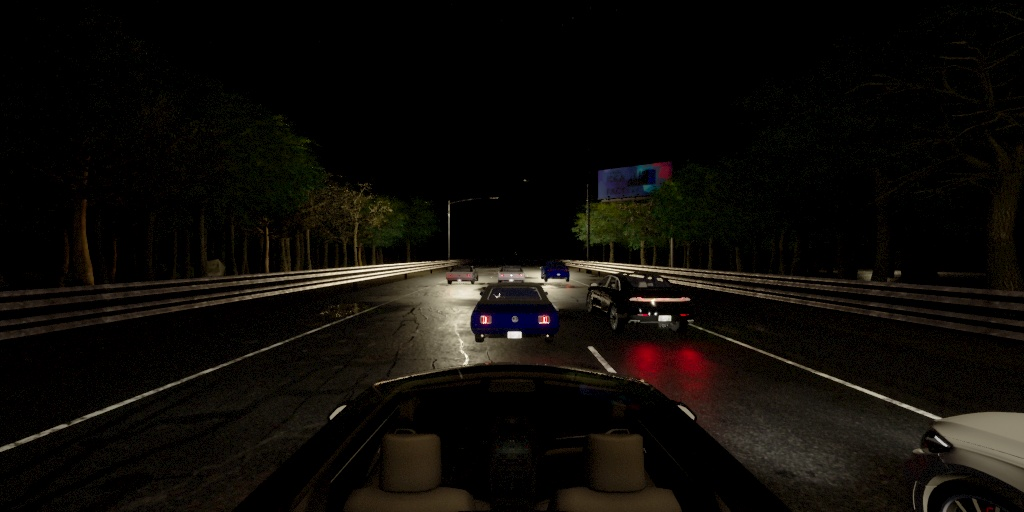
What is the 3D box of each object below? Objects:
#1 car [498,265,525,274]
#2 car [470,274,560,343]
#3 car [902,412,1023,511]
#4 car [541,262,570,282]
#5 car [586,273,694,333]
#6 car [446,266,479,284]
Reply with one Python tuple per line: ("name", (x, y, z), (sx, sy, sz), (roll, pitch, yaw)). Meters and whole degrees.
("car", (-0.047, 1.351, 26.504), (1.895, 1.301, 4.718), (0, 0, 0))
("car", (0.053, 1.351, 9.664), (1.895, 1.301, 4.718), (0, 0, 0))
("car", (3.622, 1.276, 0.478), (1.812, 1.442, 4.674), (0, 0, 0))
("car", (3.438, 1.228, 29.095), (1.882, 1.535, 5.008), (0, 0, -1))
("car", (3.548, 1.242, 10.787), (2.128, 1.511, 4.902), (0, 0, 0))
("car", (-3.548, 1.351, 26.434), (1.895, 1.301, 4.718), (0, 0, 0))
